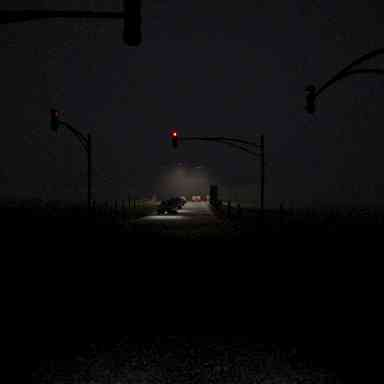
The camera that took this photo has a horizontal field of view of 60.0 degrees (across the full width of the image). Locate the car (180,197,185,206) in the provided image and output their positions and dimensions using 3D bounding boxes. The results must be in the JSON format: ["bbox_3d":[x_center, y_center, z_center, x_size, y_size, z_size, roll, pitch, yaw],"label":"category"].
[{"bbox_3d":[-2.299,1.514,43.977,1.837,1.490,4.892,0,0,1],"label":"car"}]

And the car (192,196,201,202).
[{"bbox_3d":[1.008,1.617,75.973,1.895,1.301,4.718,0,0,1],"label":"car"}]

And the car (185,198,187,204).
[{"bbox_3d":[-2.163,1.560,53.824,2.033,1.411,5.357,0,0,1],"label":"car"}]

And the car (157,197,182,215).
[{"bbox_3d":[-2.440,1.553,34.199,2.033,1.411,5.357,0,0,0],"label":"car"}]

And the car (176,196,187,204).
[{"bbox_3d":[-1.972,1.581,63.830,1.994,1.385,4.181,0,0,2],"label":"car"}]
